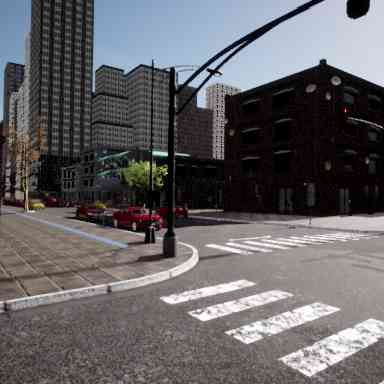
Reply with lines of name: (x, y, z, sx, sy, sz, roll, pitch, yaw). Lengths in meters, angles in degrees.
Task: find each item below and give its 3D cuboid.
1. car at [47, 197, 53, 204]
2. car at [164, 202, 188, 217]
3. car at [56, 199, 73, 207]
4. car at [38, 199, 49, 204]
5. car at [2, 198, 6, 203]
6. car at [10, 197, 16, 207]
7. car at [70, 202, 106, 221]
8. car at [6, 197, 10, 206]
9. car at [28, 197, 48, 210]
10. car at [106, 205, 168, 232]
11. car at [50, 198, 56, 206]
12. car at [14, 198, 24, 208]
car: (-34.803, 2.140, 80.442, 2.192, 1.841, 5.009, 1, -1, -35)
car: (-2.179, 1.761, 34.036, 1.967, 1.590, 4.097, 1, -1, -35)
car: (-25.288, 2.114, 66.840, 1.967, 1.590, 4.097, 1, -1, -35)
car: (-38.073, 2.403, 85.113, 1.752, 1.417, 4.829, 1, -1, -35)
car: (-38.498, 1.930, 71.108, 2.192, 1.841, 5.009, 1, -1, -35)
car: (-32.155, 2.081, 62.038, 1.947, 1.339, 4.313, 1, -1, -35)
car: (-8.627, 1.730, 28.181, 1.802, 1.307, 4.206, 1, -1, -35)
car: (-35.327, 2.131, 66.572, 1.947, 1.339, 4.313, 1, -1, -35)
car: (-22.767, 1.891, 48.515, 1.752, 1.417, 4.829, 1, -1, -35)
car: (-3.466, 1.615, 20.806, 1.887, 1.381, 4.507, 1, -1, -35)
car: (-28.460, 2.306, 71.372, 1.802, 1.307, 4.206, 1, -1, -35)
car: (-29.165, 2.012, 57.752, 1.887, 1.381, 4.507, 1, -1, -35)
